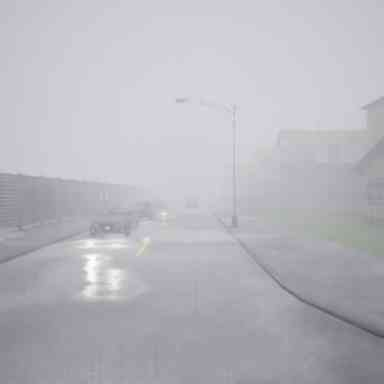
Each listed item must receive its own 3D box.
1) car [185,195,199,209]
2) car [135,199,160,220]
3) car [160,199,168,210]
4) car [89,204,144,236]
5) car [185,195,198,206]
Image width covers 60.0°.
[{"bbox_3d":[-0.008,1.540,46.023,1.994,1.385,4.181,0,0,0],"label":"car"},{"bbox_3d":[-4.089,1.490,28.185,1.837,1.490,4.892,0,0,0],"label":"car"},{"bbox_3d":[-4.066,1.580,41.517,1.895,1.301,4.718,0,0,0],"label":"car"},{"bbox_3d":[-4.093,1.555,18.093,1.994,1.385,4.181,0,0,0],"label":"car"},{"bbox_3d":[-0.010,1.323,56.030,2.097,1.767,4.553,0,0,0],"label":"car"}]
